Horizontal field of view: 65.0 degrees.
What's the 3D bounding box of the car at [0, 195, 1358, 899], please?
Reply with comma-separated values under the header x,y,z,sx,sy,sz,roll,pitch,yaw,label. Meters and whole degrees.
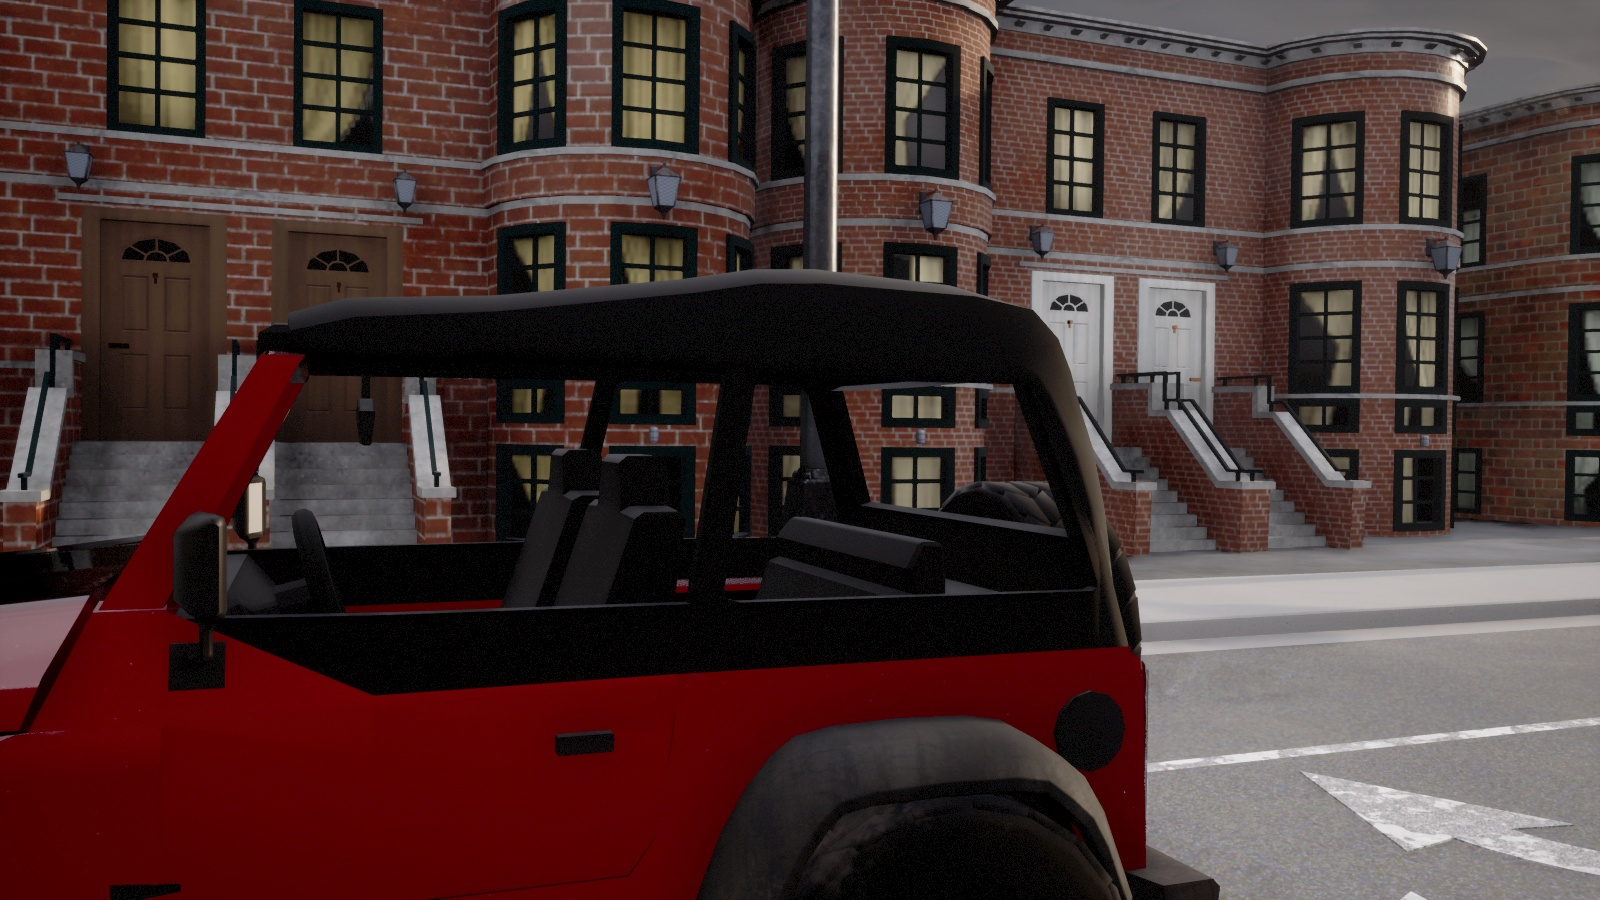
x,y,z,sx,sy,sz,roll,pitch,yaw,label
-0.955,0.557,2.881,3.866,1.878,1.905,-1,1,-21,car
